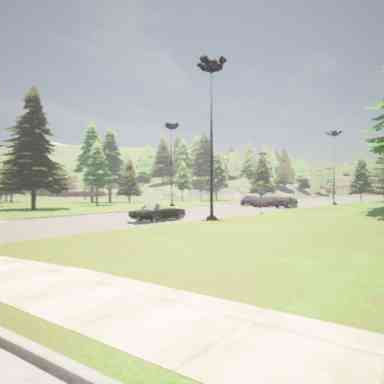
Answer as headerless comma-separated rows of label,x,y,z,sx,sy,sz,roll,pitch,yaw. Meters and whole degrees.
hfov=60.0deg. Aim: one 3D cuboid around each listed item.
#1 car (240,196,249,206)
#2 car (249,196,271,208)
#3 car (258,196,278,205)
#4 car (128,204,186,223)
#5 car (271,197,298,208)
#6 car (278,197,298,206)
car,9.670,1.350,53.735,2.097,1.767,4.553,0,0,37
car,10.675,1.561,49.260,1.994,1.385,4.181,0,0,37
car,13.554,1.522,59.008,1.812,1.442,4.674,0,0,37
car,-2.557,1.604,25.692,1.895,1.301,4.718,0,0,37
car,13.383,1.501,47.007,1.837,1.490,4.892,0,0,37
car,16.605,1.558,57.244,1.994,1.385,4.181,0,0,37
